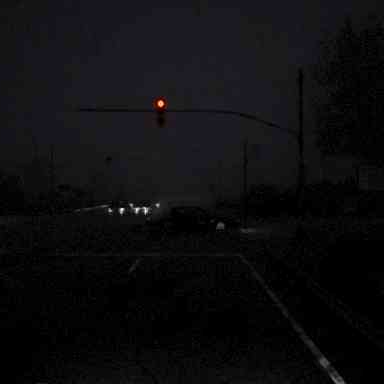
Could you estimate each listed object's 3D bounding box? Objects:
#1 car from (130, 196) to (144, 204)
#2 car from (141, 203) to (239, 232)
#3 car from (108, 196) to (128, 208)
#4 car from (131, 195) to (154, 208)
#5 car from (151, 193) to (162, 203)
[{"bbox_3d":[-10.582,1.478,64.518,1.837,1.490,4.892,0,0,0],"label":"car"},{"bbox_3d":[0.009,1.541,19.466,5.357,1.411,2.033,0,0,3],"label":"car"},{"bbox_3d":[-10.626,1.332,48.170,2.097,1.767,4.553,0,0,0],"label":"car"},{"bbox_3d":[-7.126,1.544,48.562,1.994,1.385,4.181,0,0,0],"label":"car"},{"bbox_3d":[-7.082,1.195,64.523,2.150,2.045,5.566,0,0,0],"label":"car"}]
